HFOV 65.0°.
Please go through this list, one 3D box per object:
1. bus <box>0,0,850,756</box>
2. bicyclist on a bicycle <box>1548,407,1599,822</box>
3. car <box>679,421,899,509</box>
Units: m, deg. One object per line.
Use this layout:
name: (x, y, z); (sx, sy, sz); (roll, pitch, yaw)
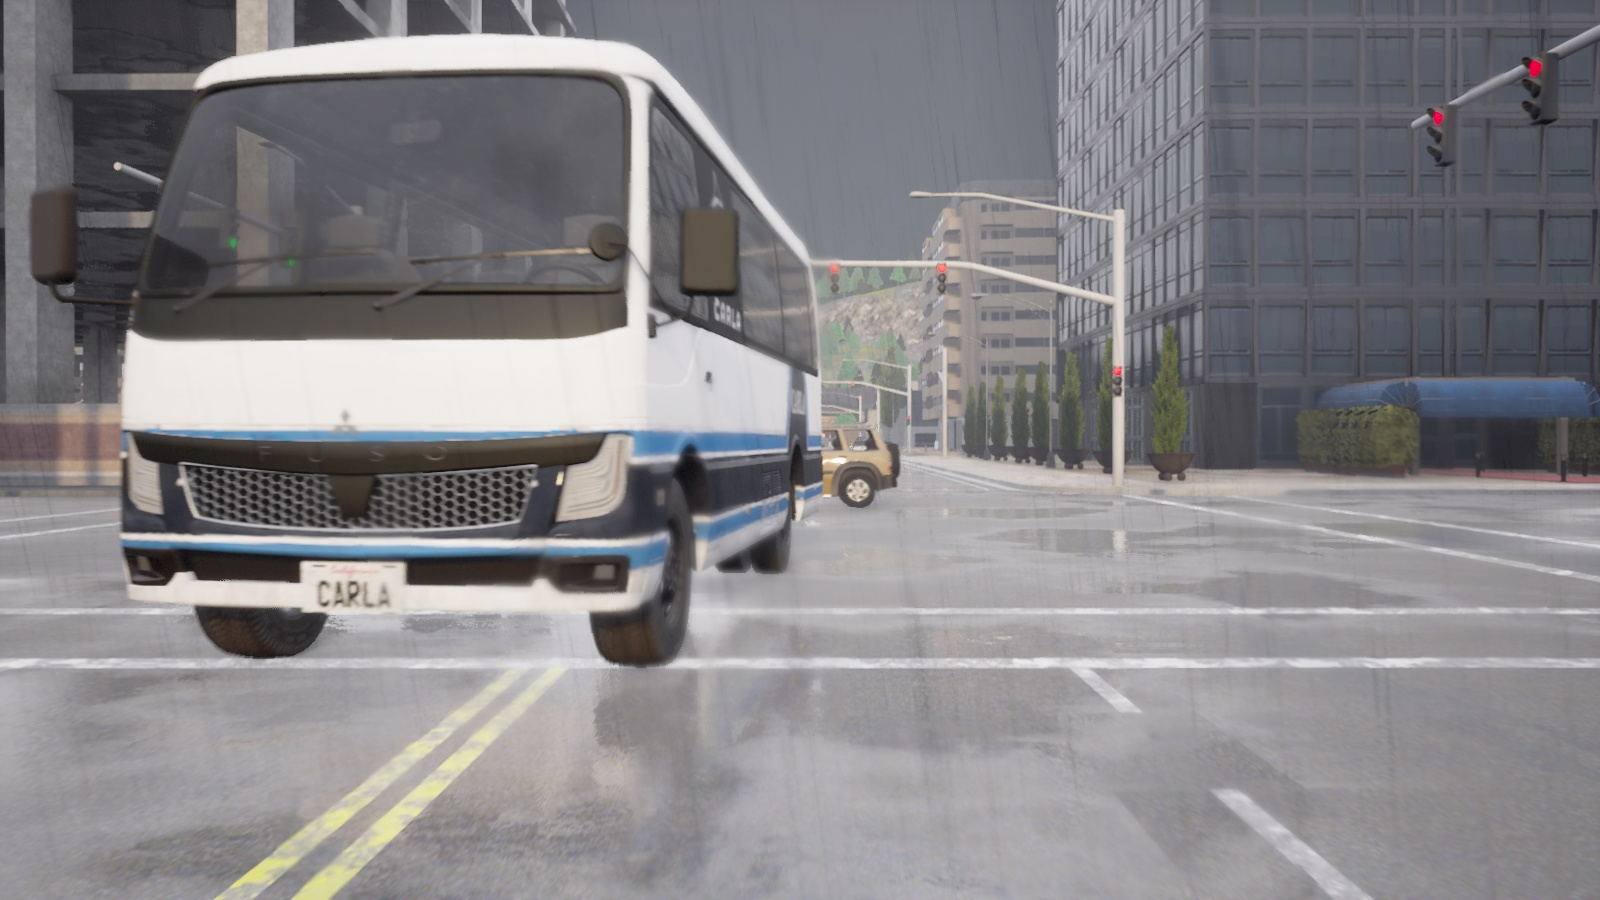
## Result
bus: (-1.970, -0.740, 11.275); (3.944, 4.253, 10.273); (0, 1, 7)
bicyclist on a bicycle: (3.536, 0.643, 4.458); (0.866, 1.612, 1.509); (0, 1, 1)
car: (-0.238, 0.302, 27.309); (4.605, 1.855, 1.932); (0, 1, -1)
